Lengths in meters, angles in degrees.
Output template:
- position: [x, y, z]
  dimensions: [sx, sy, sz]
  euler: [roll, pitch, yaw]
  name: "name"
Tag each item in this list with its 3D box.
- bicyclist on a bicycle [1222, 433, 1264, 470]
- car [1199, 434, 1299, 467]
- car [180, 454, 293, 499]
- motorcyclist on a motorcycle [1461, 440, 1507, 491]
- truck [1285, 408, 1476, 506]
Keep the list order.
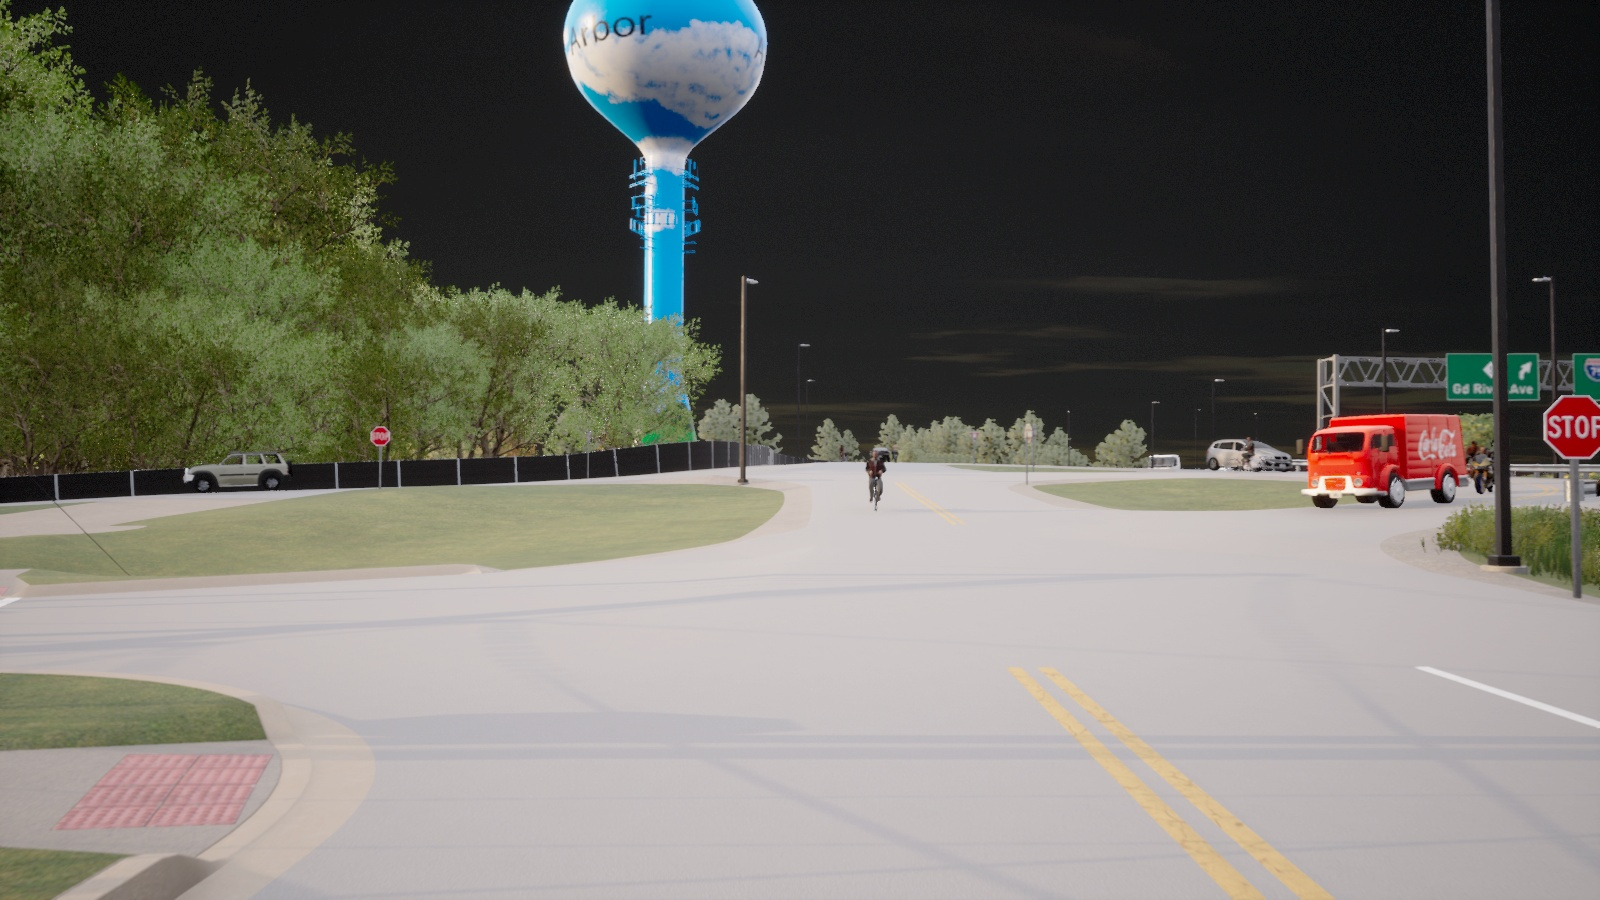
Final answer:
- position: [21.484, 0.080, 60.941]
  dimensions: [1.843, 1.776, 0.659]
  euler: [-1, 1, 11]
  name: "bicyclist on a bicycle"
- position: [23.221, 0.028, 65.112]
  dimensions: [2.242, 1.667, 4.611]
  euler: [0, 0, -25]
  name: "car"
- position: [-25.796, 1.211, 57.556]
  dimensions: [4.605, 1.855, 1.932]
  euler: [-2, -1, -26]
  name: "car"
- position: [21.605, 0.481, 39.641]
  dimensions: [0.866, 1.530, 2.191]
  euler: [-2, 0, 39]
  name: "motorcyclist on a motorcycle"
- position: [15.916, 0.169, 34.340]
  dimensions: [5.204, 2.467, 2.627]
  euler: [-1, -1, -40]
  name: "truck"
